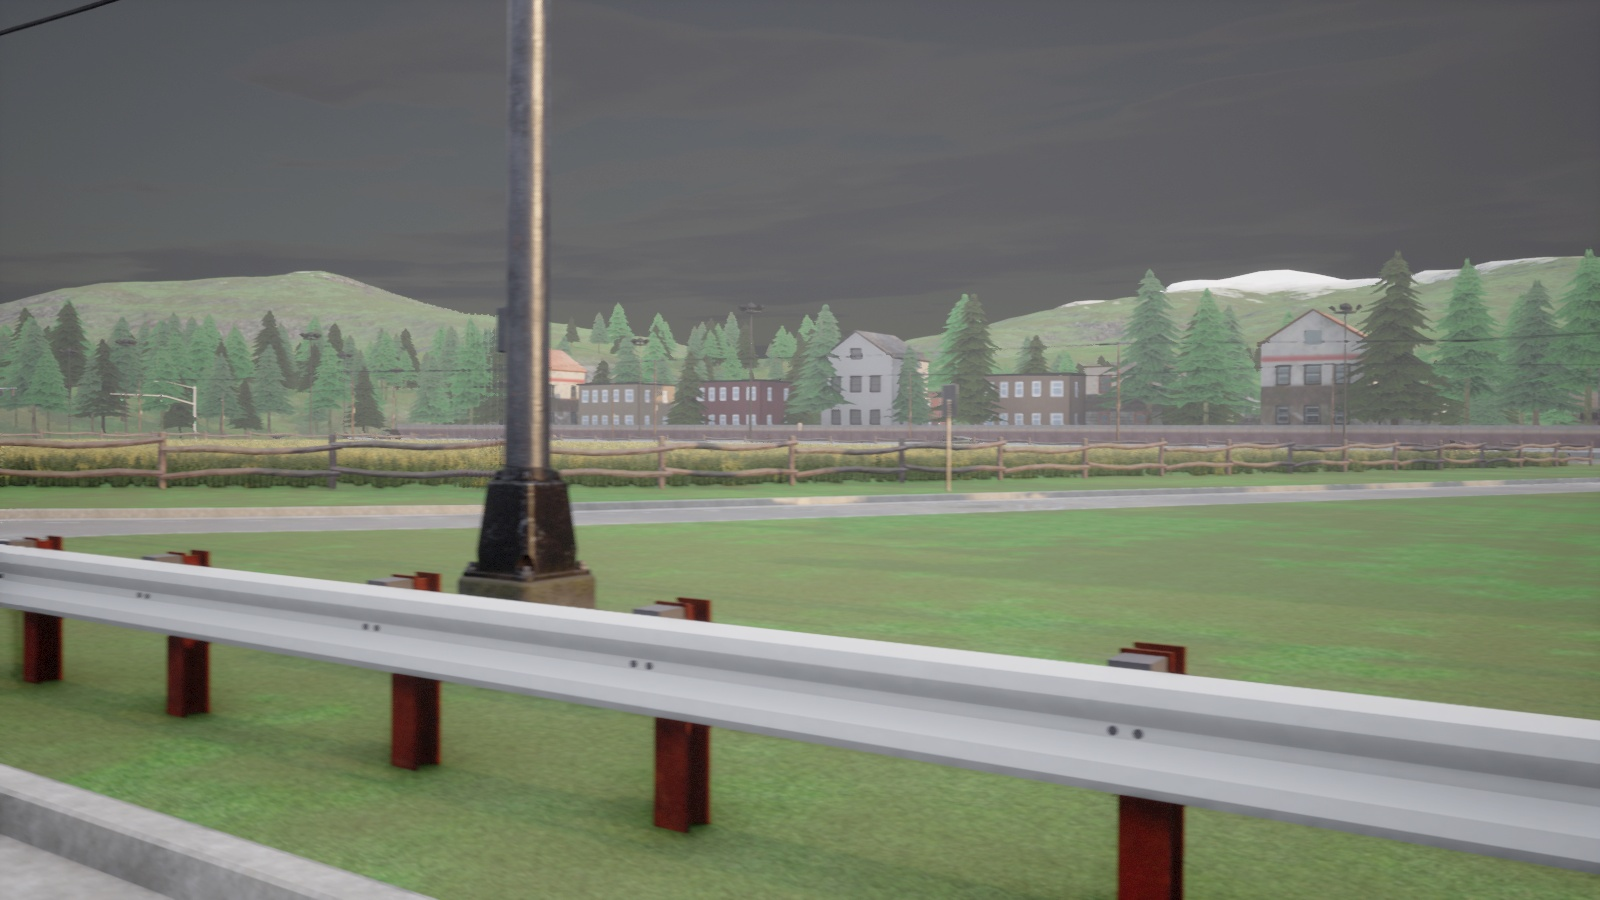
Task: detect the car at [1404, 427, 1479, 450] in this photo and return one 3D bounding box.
[{"bbox_3d":[42.276,-0.733,82.763,4.193,1.474,1.816,0,1,34],"label":"car"}]
